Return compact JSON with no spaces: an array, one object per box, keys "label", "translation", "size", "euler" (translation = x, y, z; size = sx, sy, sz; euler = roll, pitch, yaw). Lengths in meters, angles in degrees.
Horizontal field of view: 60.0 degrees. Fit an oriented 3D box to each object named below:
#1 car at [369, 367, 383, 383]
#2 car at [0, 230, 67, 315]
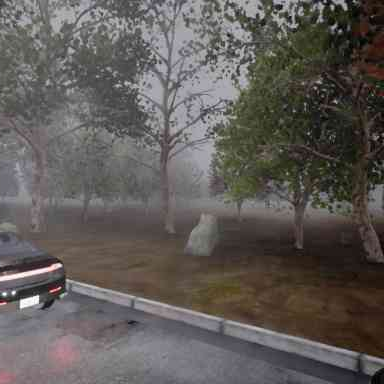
[{"label":"car","translation":[3.227,1.490,1.075],"size":[4.902,1.511,2.128],"euler":[0,0,36]},{"label":"car","translation":[-4.503,1.501,6.593],"size":[4.902,1.511,2.128],"euler":[0,0,36]}]
